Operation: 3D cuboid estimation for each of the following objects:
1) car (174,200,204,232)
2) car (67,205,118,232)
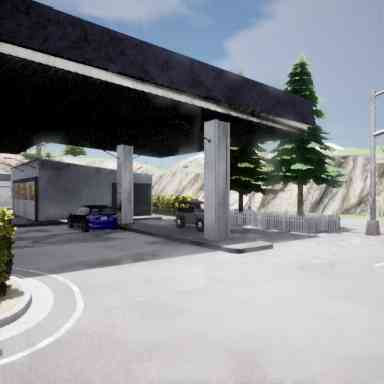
[{"bbox_3d":[0.456,1.505,21.989,1.905,1.878,3.866,0,0,-36],"label":"car"},{"bbox_3d":[-6.675,1.672,22.129,2.242,1.667,4.611,0,0,-37],"label":"car"}]
